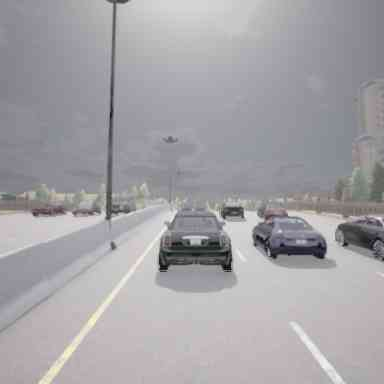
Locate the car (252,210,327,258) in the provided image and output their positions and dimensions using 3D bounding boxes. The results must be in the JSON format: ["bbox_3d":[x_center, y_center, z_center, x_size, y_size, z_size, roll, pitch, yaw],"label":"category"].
[{"bbox_3d":[3.600,1.616,12.958,1.994,1.385,4.181,0,0,0],"label":"car"}]

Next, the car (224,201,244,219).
[{"bbox_3d":[3.601,1.599,30.773,1.882,1.535,5.008,0,0,0],"label":"car"}]

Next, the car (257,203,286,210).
[{"bbox_3d":[7.101,1.682,29.836,1.994,1.385,4.181,0,0,0],"label":"car"}]

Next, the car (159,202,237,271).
[{"bbox_3d":[0.100,1.397,11.225,2.097,1.767,4.553,0,0,0],"label":"car"}]

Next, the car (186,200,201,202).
[{"bbox_3d":[0.101,1.466,28.760,2.097,1.767,4.553,0,0,0],"label":"car"}]

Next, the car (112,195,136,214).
[{"bbox_3d":[-7.096,1.357,33.968,2.150,2.045,5.566,0,0,0],"label":"car"}]

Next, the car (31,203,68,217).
[{"bbox_3d":[-14.096,1.731,33.089,1.895,1.301,4.718,0,0,0],"label":"car"}]

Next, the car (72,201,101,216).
[{"bbox_3d":[-10.594,1.661,33.891,1.812,1.442,4.674,0,0,0],"label":"car"}]

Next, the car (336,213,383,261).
[{"bbox_3d":[7.101,1.541,12.416,2.128,1.511,4.902,0,0,0],"label":"car"}]
